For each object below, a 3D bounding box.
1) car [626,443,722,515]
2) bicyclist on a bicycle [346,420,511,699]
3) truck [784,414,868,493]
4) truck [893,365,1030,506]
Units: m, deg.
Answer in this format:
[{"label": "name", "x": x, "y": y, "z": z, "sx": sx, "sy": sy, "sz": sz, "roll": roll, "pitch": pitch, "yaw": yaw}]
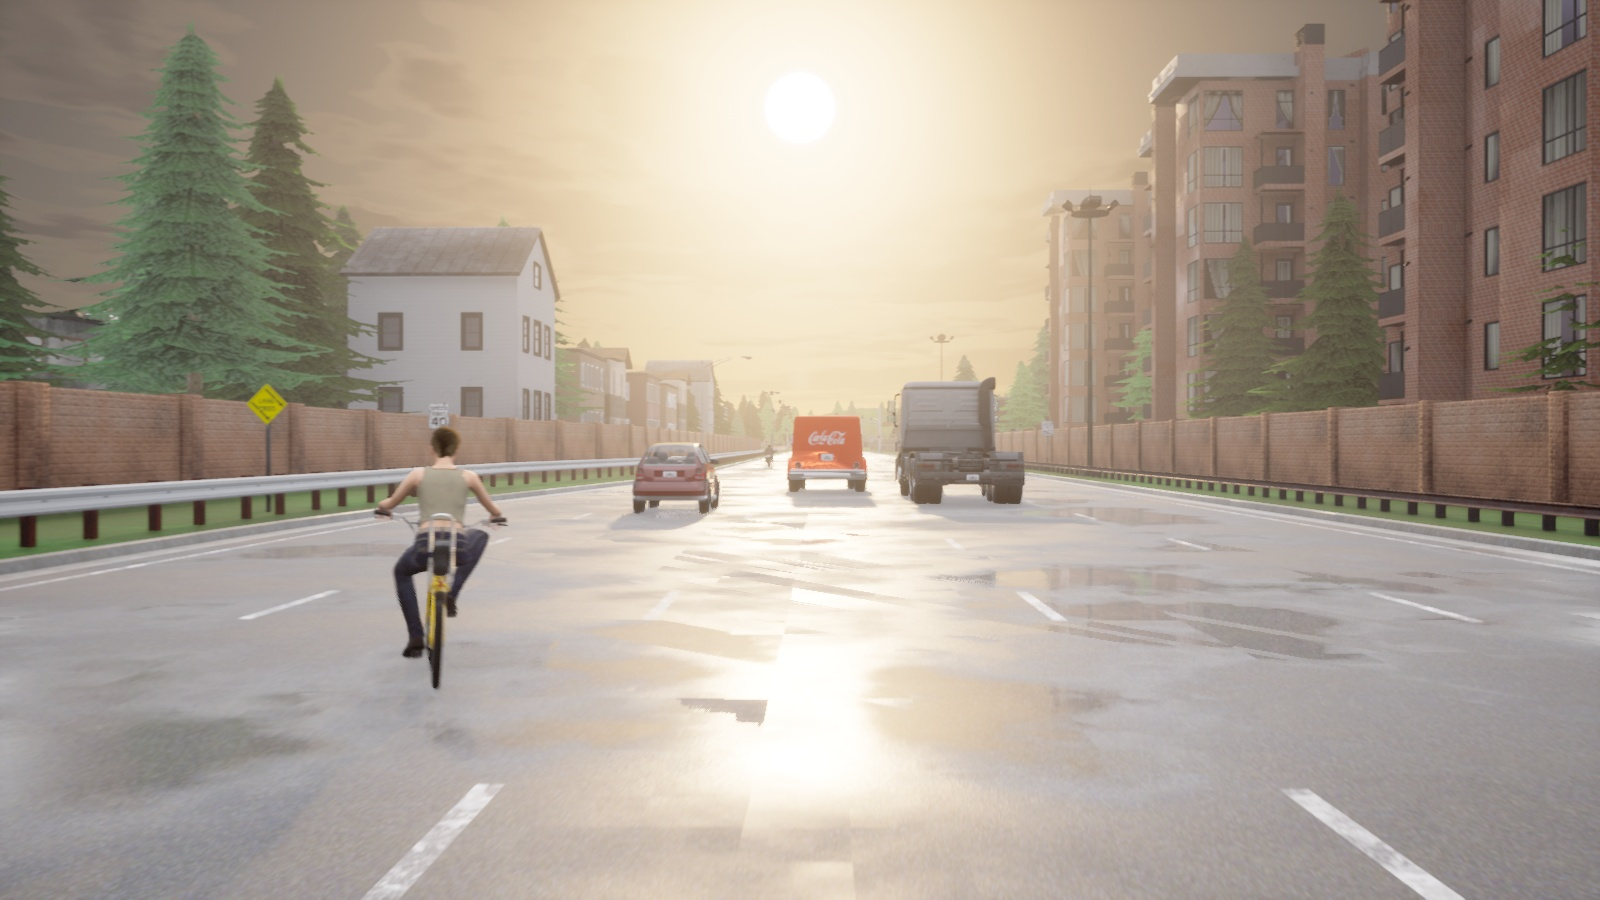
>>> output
[{"label": "car", "x": -2.820, "y": 0.608, "z": 28.881, "sx": 1.789, "sy": 1.549, "sz": 3.705, "roll": 0, "pitch": 0, "yaw": 1}, {"label": "bicyclist on a bicycle", "x": -2.391, "y": 0.649, "z": 8.109, "sx": 0.866, "sy": 1.612, "sz": 1.509, "roll": 3, "pitch": -1, "yaw": -17}, {"label": "truck", "x": 0.848, "y": 0.098, "z": 41.961, "sx": 2.627, "sy": 2.467, "sz": 5.204, "roll": 0, "pitch": 0, "yaw": 1}, {"label": "truck", "x": 4.258, "y": -0.369, "z": 34.801, "sx": 2.891, "sy": 3.462, "sz": 7.936, "roll": 0, "pitch": 0, "yaw": 1}]
